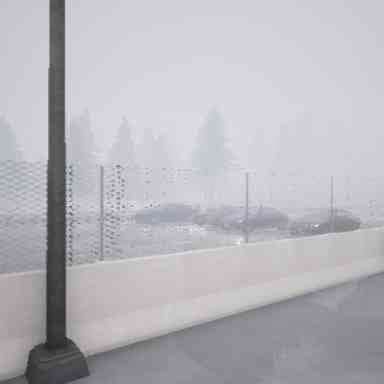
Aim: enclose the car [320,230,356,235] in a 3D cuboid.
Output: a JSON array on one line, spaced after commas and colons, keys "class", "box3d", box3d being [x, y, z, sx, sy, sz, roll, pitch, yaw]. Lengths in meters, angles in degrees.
[{"class": "car", "box3d": [7.185, 1.570, 17.702, 4.674, 1.442, 1.812, 0, 0, -35]}]
